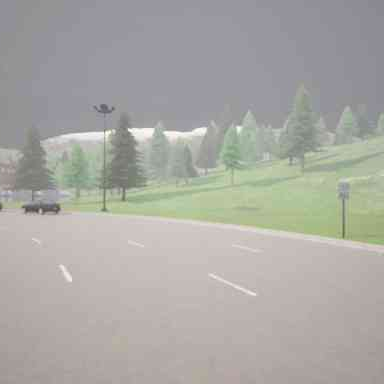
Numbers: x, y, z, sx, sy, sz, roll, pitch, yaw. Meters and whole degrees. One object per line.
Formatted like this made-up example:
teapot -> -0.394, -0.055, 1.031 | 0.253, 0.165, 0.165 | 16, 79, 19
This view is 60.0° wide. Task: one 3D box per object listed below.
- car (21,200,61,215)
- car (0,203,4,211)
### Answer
car -> -16.150, 1.559, 35.450 | 5.008, 1.535, 1.882 | 0, 0, 32
car -> -24.458, 1.613, 39.506 | 4.674, 1.442, 1.812 | 0, 0, 23
